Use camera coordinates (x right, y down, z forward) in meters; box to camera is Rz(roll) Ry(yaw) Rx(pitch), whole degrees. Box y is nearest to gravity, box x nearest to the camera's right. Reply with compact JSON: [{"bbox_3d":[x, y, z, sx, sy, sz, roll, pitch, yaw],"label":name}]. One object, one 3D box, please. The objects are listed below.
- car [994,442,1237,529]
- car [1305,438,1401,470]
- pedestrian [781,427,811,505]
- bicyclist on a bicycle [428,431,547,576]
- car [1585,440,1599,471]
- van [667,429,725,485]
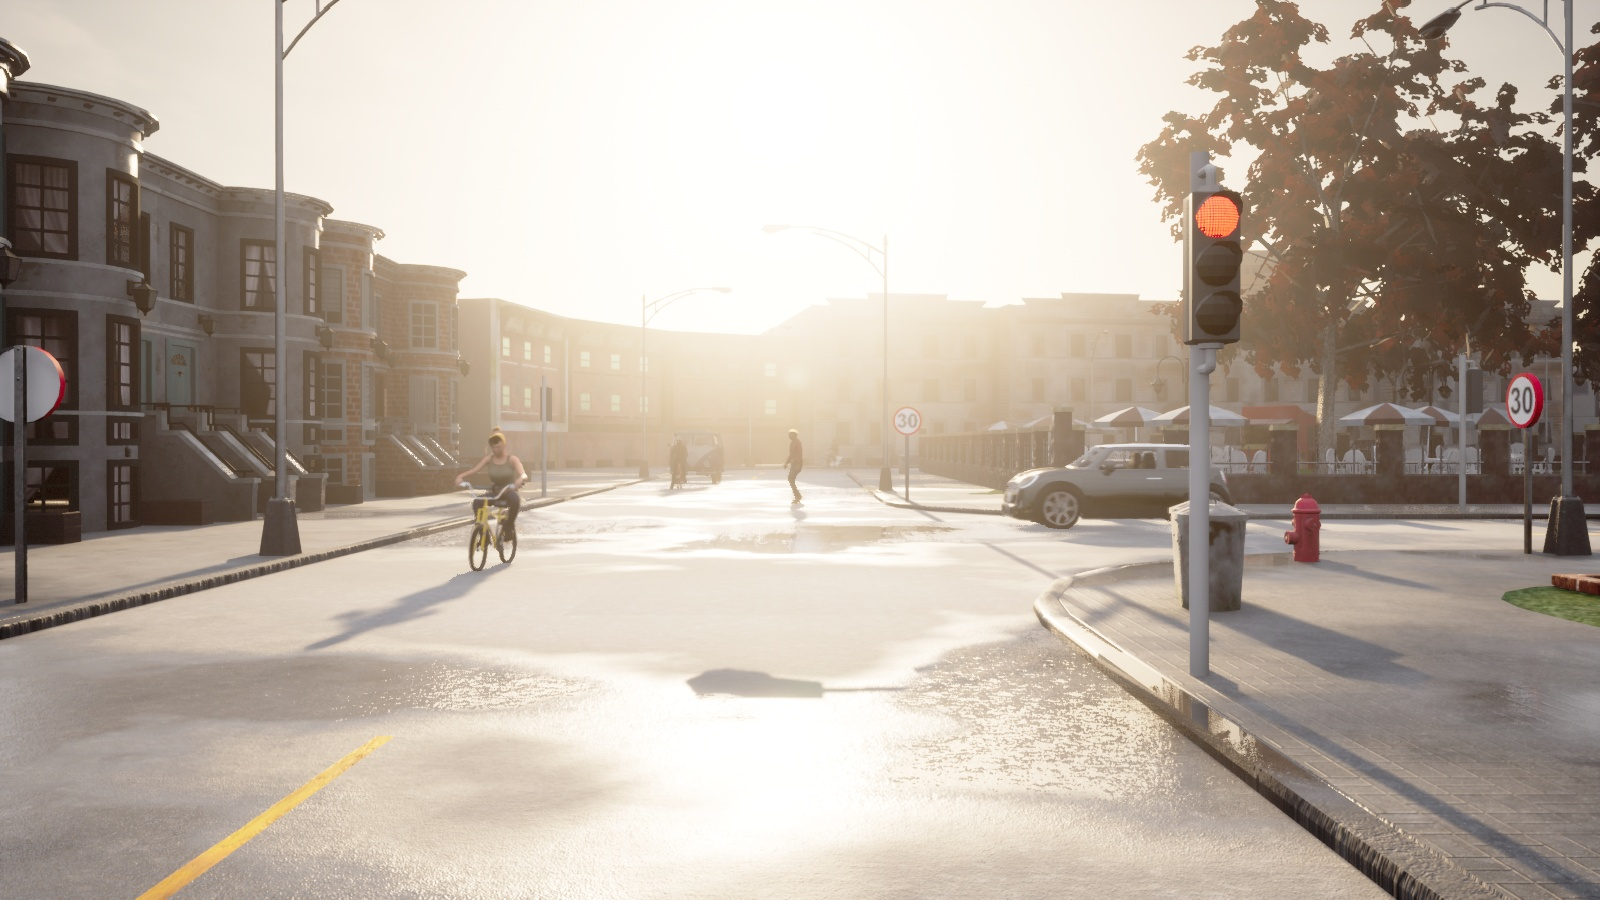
[{"bbox_3d":[5.513,0.590,22.322,3.806,1.475,1.970,0,0,0],"label":"car"},{"bbox_3d":[31.456,0.227,71.516,4.553,1.767,2.097,0,0,0],"label":"car"},{"bbox_3d":[-0.098,0.374,30.146,0.636,1.846,0.331,0,0,-21],"label":"pedestrian"},{"bbox_3d":[-3.667,0.596,14.871,0.866,1.612,1.509,1,0,7],"label":"bicyclist on a bicycle"},{"bbox_3d":[44.746,0.300,67.494,3.988,1.617,1.851,0,0,0],"label":"car"},{"bbox_3d":[-3.846,0.230,47.095,1.775,1.987,4.442,0,0,0],"label":"van"}]
